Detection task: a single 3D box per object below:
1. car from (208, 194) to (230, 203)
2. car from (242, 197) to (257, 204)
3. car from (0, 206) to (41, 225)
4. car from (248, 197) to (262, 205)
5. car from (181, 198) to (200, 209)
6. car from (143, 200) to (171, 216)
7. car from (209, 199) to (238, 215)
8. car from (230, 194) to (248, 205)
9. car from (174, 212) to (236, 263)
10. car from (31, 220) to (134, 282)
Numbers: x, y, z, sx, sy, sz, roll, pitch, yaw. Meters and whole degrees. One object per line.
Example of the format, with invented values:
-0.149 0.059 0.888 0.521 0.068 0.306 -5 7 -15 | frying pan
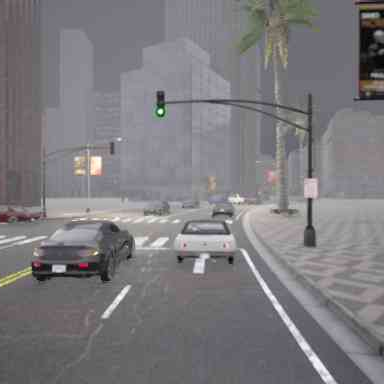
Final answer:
4.828 1.424 62.539 2.150 2.045 5.566 0 1 21 | car
12.636 1.809 72.459 1.895 1.301 4.718 0 0 27 | car
-13.496 1.651 23.845 4.718 1.301 1.895 0 0 8 | car
11.729 1.765 62.314 2.033 1.411 5.357 0 0 22 | car
-0.124 1.643 47.741 1.837 1.490 4.892 0 2 16 | car
-3.463 1.592 33.562 1.837 1.490 4.892 0 0 11 | car
3.152 1.656 32.579 1.994 1.385 4.181 0 0 11 | car
8.376 1.434 62.664 2.150 2.045 5.566 0 0 22 | car
0.519 1.624 12.118 1.895 1.301 4.718 0 0 3 | car
-2.936 1.543 9.698 1.812 1.442 4.674 0 0 1 | car
